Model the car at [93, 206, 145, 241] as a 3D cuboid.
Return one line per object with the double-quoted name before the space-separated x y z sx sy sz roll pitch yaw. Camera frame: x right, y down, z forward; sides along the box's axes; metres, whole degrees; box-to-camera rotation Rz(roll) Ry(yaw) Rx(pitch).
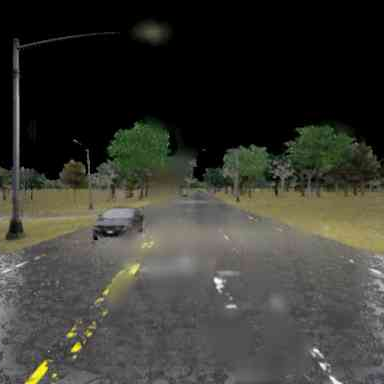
"car" -3.597 1.477 17.025 1.882 1.535 5.008 0 0 -1
